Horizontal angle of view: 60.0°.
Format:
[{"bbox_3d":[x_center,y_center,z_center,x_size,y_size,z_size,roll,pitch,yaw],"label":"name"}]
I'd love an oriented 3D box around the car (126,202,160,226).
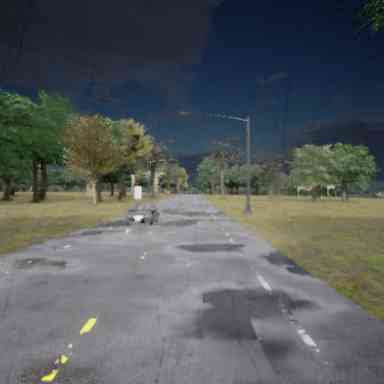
[{"bbox_3d":[-3.417,1.515,23.629,2.128,1.511,4.902,0,0,1],"label":"car"}]
